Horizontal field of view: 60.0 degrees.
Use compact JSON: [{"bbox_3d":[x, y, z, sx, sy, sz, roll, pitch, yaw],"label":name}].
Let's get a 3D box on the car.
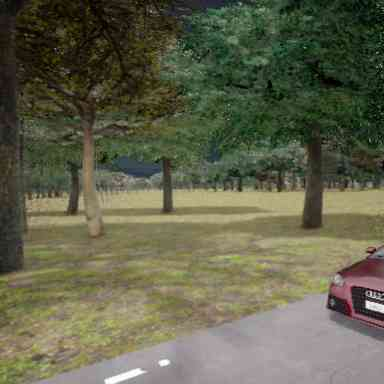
[{"bbox_3d":[4.405,1.552,6.192,4.181,1.385,1.994,0,0,-35],"label":"car"}]
